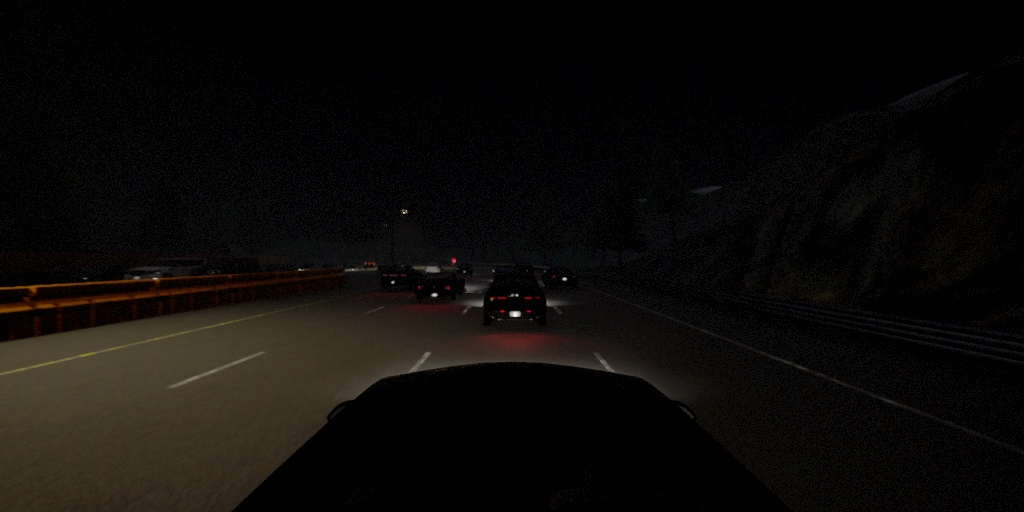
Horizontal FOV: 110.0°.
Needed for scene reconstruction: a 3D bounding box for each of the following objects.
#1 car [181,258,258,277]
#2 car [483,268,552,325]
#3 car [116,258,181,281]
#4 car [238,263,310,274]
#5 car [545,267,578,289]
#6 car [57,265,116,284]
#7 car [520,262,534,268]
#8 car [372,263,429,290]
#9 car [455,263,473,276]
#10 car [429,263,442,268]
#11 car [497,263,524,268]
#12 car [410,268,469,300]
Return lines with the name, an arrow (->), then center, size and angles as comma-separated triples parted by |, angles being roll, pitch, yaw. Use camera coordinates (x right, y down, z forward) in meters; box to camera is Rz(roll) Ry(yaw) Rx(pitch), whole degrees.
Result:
car -> -21.704, 1.139, 27.450 | 2.150, 2.045, 5.566 | 0, -1, -5
car -> 0.071, 1.322, 12.043 | 1.837, 1.490, 4.892 | 0, 0, 0
car -> -25.136, 1.133, 26.564 | 2.150, 2.045, 5.566 | 0, -1, -5
car -> -18.203, 1.465, 27.795 | 2.033, 1.411, 5.357 | 0, 0, -5
car -> 3.229, 1.463, 24.772 | 1.994, 1.385, 4.181 | 0, 0, -3
car -> -28.558, 1.378, 25.273 | 1.882, 1.535, 5.008 | 0, 0, -5
car -> 1.281, 1.493, 42.886 | 1.882, 1.535, 5.008 | 0, 0, -9
car -> -7.218, 1.385, 23.828 | 2.128, 1.511, 4.902 | 0, 0, -3
car -> -5.510, 1.529, 41.076 | 1.812, 1.442, 4.674 | 0, 0, -9
car -> -9.075, 1.530, 41.205 | 1.812, 1.442, 4.674 | 0, 0, -9
car -> -0.540, 1.472, 28.740 | 2.033, 1.411, 5.357 | 0, 0, -4
car -> -3.508, 1.458, 18.266 | 1.895, 1.301, 4.718 | 0, 0, -1
